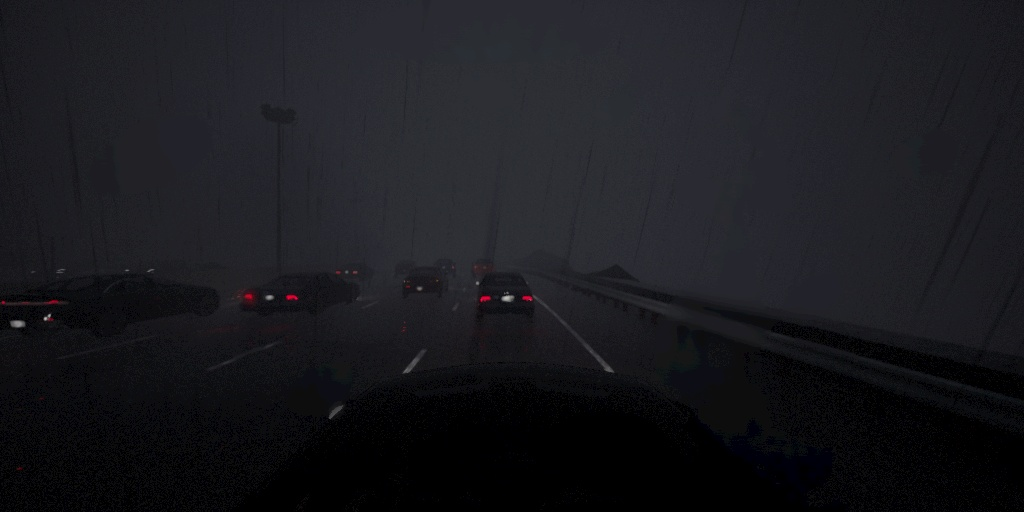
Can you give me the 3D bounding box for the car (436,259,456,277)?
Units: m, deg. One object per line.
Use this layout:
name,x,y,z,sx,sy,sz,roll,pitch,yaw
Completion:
car,-6.331,1.017,33.700,2.097,1.767,4.553,0,0,-10

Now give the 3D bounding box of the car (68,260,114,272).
car,-30.291,1.264,27.444,1.812,1.442,4.674,0,0,-9

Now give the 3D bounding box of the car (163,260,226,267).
car,-23.134,1.249,26.930,1.812,1.442,4.674,0,0,-9

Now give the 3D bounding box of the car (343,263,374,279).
car,-12.603,1.241,28.973,2.033,1.411,5.357,0,0,-9

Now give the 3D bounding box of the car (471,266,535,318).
car,-0.316,1.264,12.771,2.033,1.411,5.357,0,0,-4

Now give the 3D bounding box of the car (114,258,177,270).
car,-26.720,1.083,27.229,2.097,1.767,4.553,0,0,-9

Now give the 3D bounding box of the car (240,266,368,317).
car,-7.357,1.279,13.158,2.033,1.411,5.357,0,0,-4

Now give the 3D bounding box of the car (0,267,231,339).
car,-10.711,1.239,10.127,2.128,1.511,4.902,0,0,-2

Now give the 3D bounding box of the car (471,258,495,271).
car,-2.708,1.010,33.281,2.097,1.767,4.553,0,0,-9

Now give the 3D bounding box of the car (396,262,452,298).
car,-4.277,1.235,18.077,1.812,1.442,4.674,0,0,-5

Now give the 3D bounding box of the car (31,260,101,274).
car,-33.895,1.097,27.790,2.097,1.767,4.553,0,0,-10

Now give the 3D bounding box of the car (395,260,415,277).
car,-10.007,1.149,34.416,1.882,1.535,5.008,0,0,-10
